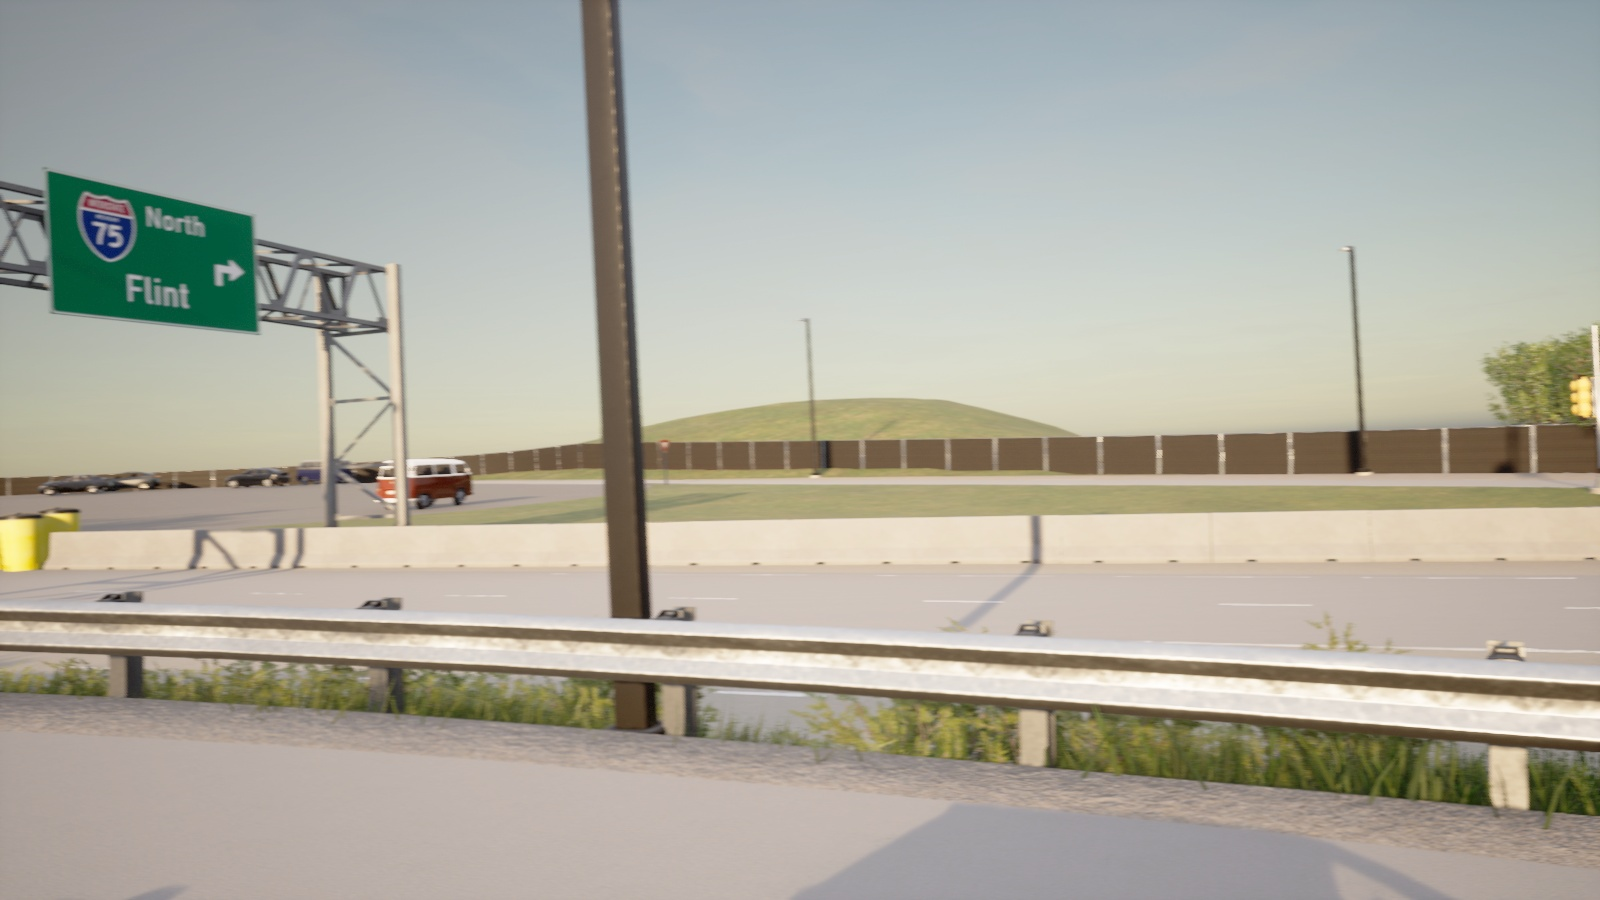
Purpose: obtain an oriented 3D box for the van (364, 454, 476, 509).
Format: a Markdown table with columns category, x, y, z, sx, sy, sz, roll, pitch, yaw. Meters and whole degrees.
| category | x | y | z | sx | sy | sz | roll | pitch | yaw |
| --- | --- | --- | --- | --- | --- | --- | --- | --- | --- |
| van | -15.653 | 1.271 | 52.003 | 2.069 | 2.038 | 4.480 | -1 | 1 | 20 |
